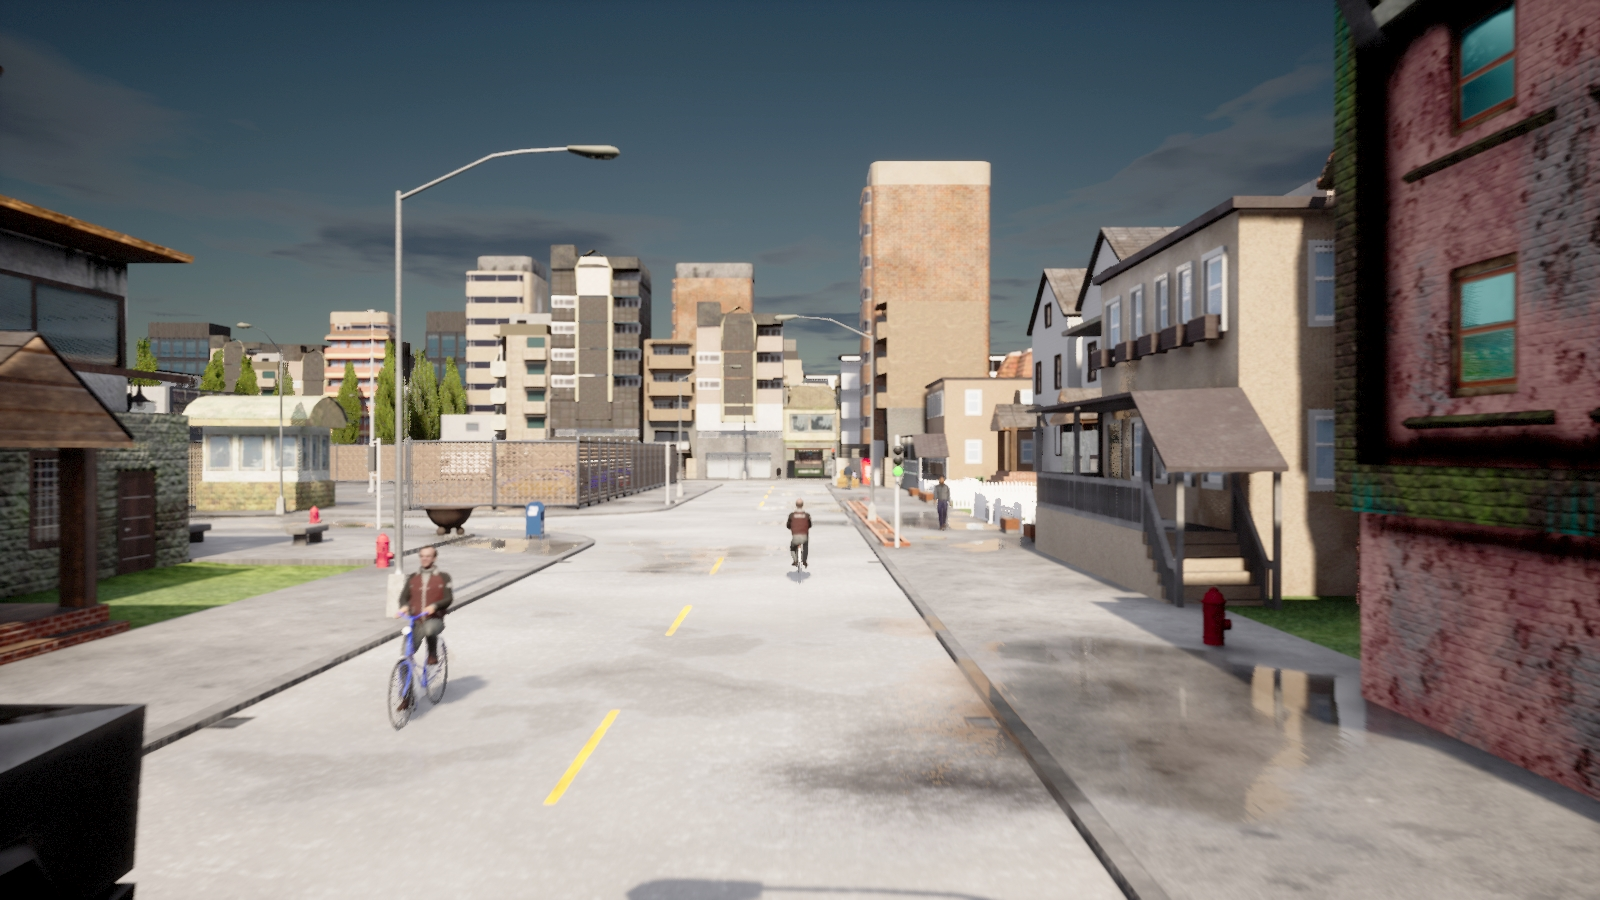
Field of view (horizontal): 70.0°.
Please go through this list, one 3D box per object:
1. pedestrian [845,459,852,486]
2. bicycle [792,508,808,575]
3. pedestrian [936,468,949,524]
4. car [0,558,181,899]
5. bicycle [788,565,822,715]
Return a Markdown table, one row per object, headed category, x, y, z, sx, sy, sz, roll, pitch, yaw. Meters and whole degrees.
| category | x | y | z | sx | sy | sz | roll | pitch | yaw |
| --- | --- | --- | --- | --- | --- | --- | --- | --- | --- |
| pedestrian | 3.285 | 1.526 | 77.207 | 0.375 | 1.860 | 0.375 | 0 | 0 | 17 |
| bicycle | 0.000 | 1.940 | 24.532 | 0.329 | 1.271 | 1.835 | 0 | 0 | 0 |
| pedestrian | 4.718 | 1.524 | 37.826 | 0.375 | 1.860 | 0.375 | 0 | 0 | 2 |
| car | -4.000 | 1.534 | 2.039 | 2.390 | 2.098 | 6.274 | 0 | 0 | 0 |
| bicycle | 0.044 | 1.940 | 12.009 | 0.329 | 1.271 | 1.835 | 0 | 0 | 0 |
